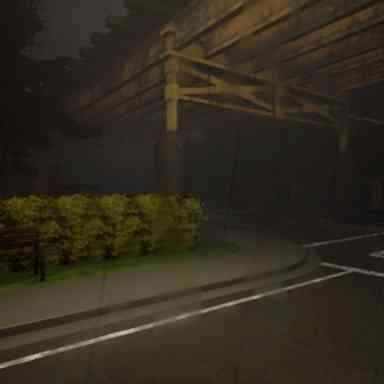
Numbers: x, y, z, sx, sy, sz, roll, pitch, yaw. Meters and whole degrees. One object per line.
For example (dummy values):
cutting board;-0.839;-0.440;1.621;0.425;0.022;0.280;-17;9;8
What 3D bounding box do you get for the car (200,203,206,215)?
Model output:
car;-0.666;1.228;30.962;2.097;1.767;4.553;-1;0;-36
